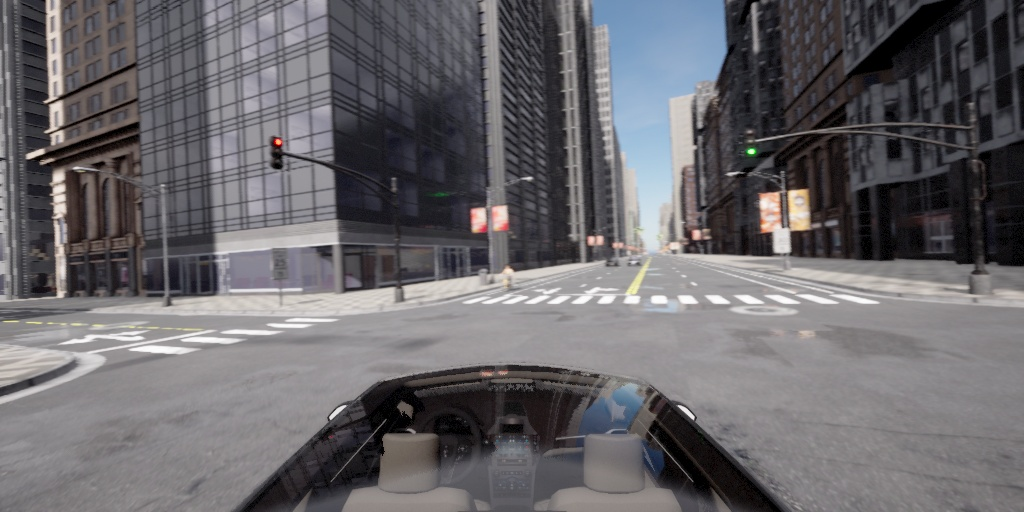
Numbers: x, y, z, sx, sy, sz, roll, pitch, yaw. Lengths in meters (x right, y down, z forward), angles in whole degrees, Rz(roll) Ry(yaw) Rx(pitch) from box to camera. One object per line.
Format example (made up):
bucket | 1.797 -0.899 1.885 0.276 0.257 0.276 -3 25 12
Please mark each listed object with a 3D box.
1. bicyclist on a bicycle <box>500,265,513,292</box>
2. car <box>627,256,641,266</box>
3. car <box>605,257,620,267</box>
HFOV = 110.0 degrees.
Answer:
bicyclist on a bicycle | -0.274 1.355 21.813 0.866 1.612 1.509 -3 0 21
car | 18.870 0.778 55.270 2.128 1.511 4.902 -3 -1 21
car | 15.849 0.917 56.461 1.882 1.535 5.008 -3 -1 21
